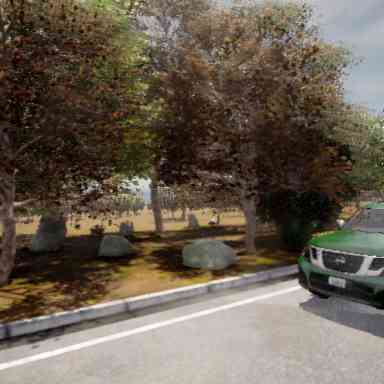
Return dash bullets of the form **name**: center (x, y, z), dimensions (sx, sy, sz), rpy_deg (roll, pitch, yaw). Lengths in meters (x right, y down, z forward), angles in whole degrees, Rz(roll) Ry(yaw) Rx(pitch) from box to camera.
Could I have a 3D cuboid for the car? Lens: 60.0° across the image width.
- **car**: center (4.775, 1.219, 7.357), dimensions (5.566, 2.045, 2.150), rpy_deg (0, 0, -35)
